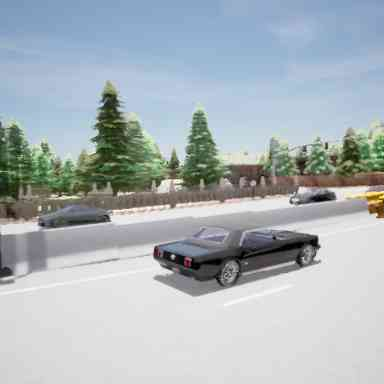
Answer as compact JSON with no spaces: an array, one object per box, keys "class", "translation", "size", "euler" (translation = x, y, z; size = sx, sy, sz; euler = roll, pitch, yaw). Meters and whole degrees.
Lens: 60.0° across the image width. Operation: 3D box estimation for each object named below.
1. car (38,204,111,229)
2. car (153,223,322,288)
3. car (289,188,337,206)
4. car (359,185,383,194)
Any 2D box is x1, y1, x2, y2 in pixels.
[{"class":"car","translation":[-7.134,1.472,20.394],"size":[4.181,1.385,1.994],"euler":[-2,1,-35]},{"class":"car","translation":[1.429,1.498,9.063],"size":[4.718,1.301,1.895],"euler":[-2,1,-35]},{"class":"car","translation":[10.378,0.428,28.504],"size":[4.902,1.511,2.128],"euler":[-4,2,-35]},{"class":"car","translation":[16.044,0.157,28.180],"size":[5.008,1.535,1.882],"euler":[-4,2,-35]}]
